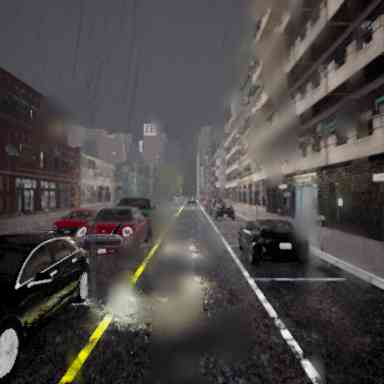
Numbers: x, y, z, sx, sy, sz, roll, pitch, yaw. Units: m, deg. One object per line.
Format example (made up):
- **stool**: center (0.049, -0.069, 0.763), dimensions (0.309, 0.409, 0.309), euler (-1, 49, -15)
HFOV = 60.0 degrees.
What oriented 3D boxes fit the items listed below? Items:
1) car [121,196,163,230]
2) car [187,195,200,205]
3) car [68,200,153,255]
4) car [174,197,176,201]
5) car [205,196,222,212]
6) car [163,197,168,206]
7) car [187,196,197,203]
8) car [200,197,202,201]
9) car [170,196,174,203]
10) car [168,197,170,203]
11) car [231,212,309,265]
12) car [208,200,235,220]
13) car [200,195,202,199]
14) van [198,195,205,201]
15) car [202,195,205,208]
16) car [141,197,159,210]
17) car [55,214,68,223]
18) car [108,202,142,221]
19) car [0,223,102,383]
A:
- **car**: center (-3.097, 1.268, 18.651), dimensions (2.150, 2.045, 5.566), euler (0, 0, 0)
- **car**: center (-0.020, 1.747, 63.921), dimensions (2.033, 1.411, 5.357), euler (0, 0, 0)
- **car**: center (-3.004, 1.383, 13.344), dimensions (2.097, 1.767, 4.553), euler (0, 0, 0)
- **car**: center (-5.715, 1.888, 91.413), dimensions (1.947, 1.339, 4.313), euler (0, 0, 0)
- **car**: center (2.685, 1.534, 34.446), dimensions (1.967, 1.590, 4.097), euler (0, 0, 0)
- **car**: center (-5.704, 1.739, 57.233), dimensions (1.947, 1.339, 4.313), euler (0, 0, 0)
- **car**: center (-0.023, 1.675, 74.345), dimensions (2.033, 1.411, 5.357), euler (0, 0, 0)
- **car**: center (2.679, 1.734, 51.536), dimensions (1.802, 1.307, 4.206), euler (0, 0, 0)
- **car**: center (-5.710, 1.809, 74.324), dimensions (1.947, 1.339, 4.313), euler (0, 0, 0)
- **car**: center (-5.706, 1.777, 62.930), dimensions (1.802, 1.307, 4.206), euler (0, 0, 0)
- **car**: center (2.692, 1.594, 11.659), dimensions (1.947, 1.339, 4.313), euler (0, 0, 0)
- **car**: center (2.686, 1.626, 28.749), dimensions (2.008, 1.369, 4.403), euler (0, 0, 0)
- **car**: center (2.667, 1.877, 85.716), dimensions (1.802, 1.307, 4.206), euler (0, 0, 0)
- **van**: center (2.666, 1.663, 91.414), dimensions (1.690, 1.788, 3.998), euler (0, 0, 0)
- **car**: center (2.684, 1.427, 40.144), dimensions (2.192, 1.841, 5.009), euler (0, 0, 0)
- **car**: center (-5.699, 1.573, 45.841), dimensions (1.967, 1.590, 4.097), euler (0, 0, 0)
- **car**: center (-5.691, 1.587, 17.359), dimensions (1.887, 1.381, 4.507), euler (0, 0, 0)
- **car**: center (-5.695, 1.626, 28.751), dimensions (2.008, 1.369, 4.403), euler (0, 0, 0)
- **car**: center (-3.099, 1.518, 5.426), dimensions (1.837, 1.490, 4.892), euler (0, 0, 0)
